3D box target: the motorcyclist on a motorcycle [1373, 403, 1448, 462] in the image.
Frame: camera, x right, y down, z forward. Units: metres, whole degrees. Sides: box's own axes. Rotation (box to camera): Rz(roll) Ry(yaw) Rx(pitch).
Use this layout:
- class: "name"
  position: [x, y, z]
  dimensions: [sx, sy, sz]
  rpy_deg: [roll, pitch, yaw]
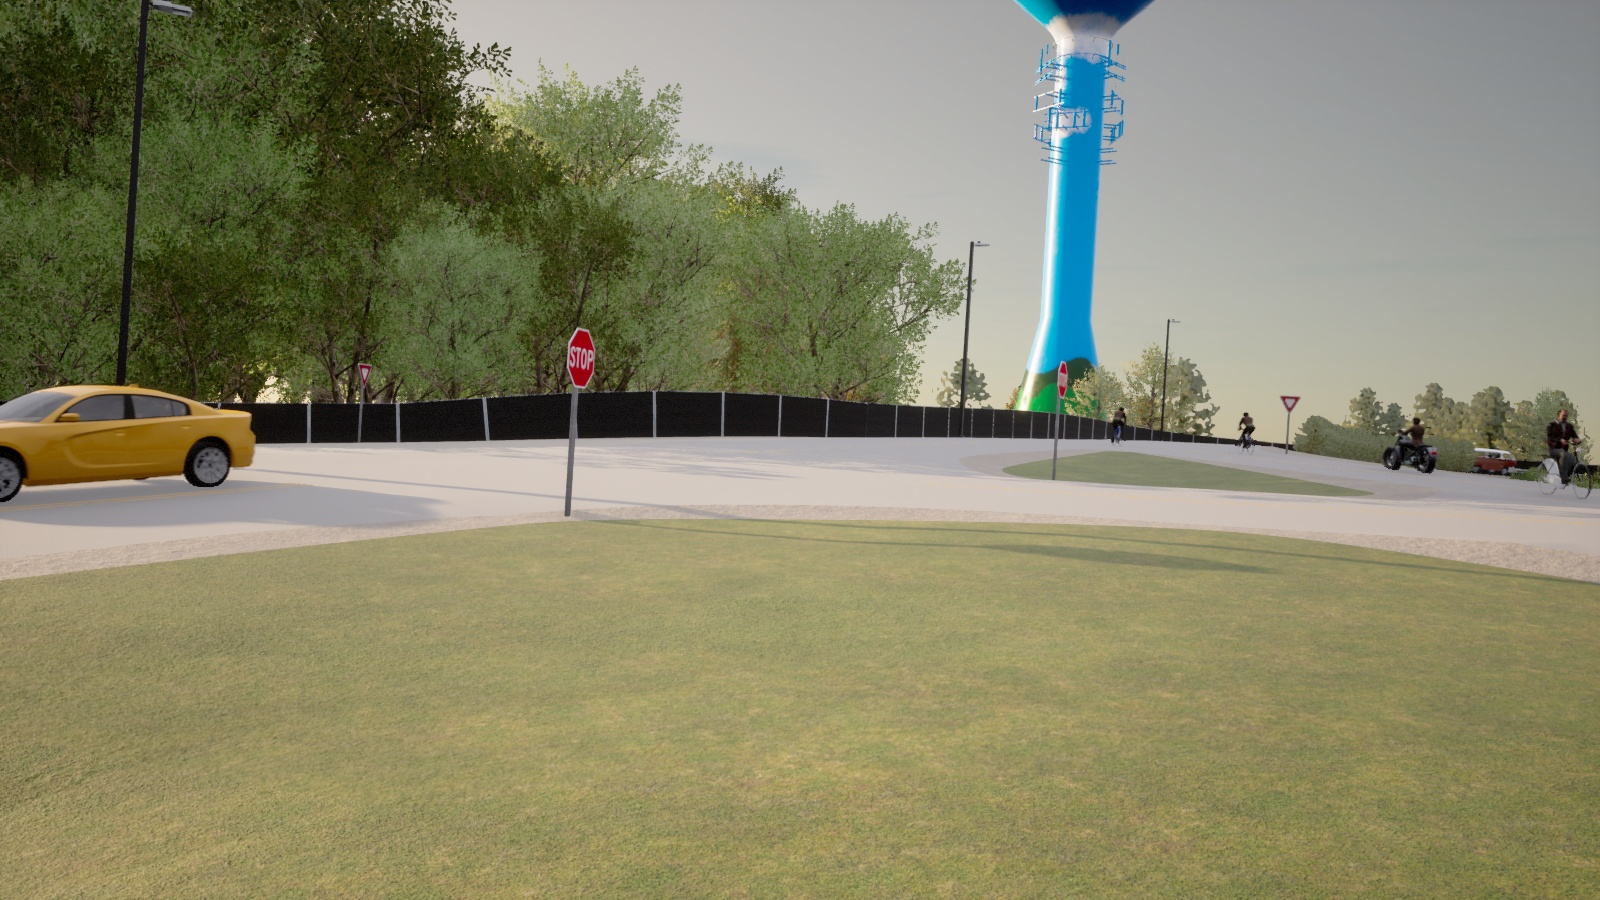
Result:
- class: "motorcyclist on a motorcycle"
  position: [17.804, -0.536, 36.703]
  dimensions: [0.766, 1.649, 2.350]
  rpy_deg: [2, 2, -6]

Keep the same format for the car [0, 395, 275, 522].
- class: "car"
  position: [-10.340, 0.039, 18.069]
  dimensions: [1.882, 1.535, 5.008]
  rpy_deg: [2, 4, 30]

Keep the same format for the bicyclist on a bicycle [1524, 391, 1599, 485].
- class: "bicyclist on a bicycle"
  position: [15.096, -0.249, 24.682]
  dimensions: [0.659, 1.776, 1.843]
  rpy_deg: [1, 2, 2]
